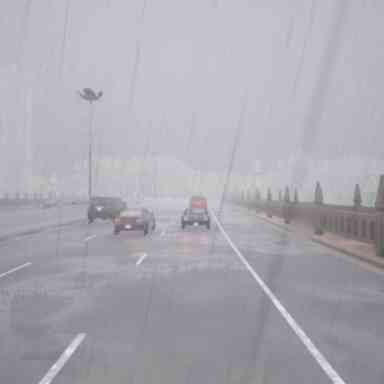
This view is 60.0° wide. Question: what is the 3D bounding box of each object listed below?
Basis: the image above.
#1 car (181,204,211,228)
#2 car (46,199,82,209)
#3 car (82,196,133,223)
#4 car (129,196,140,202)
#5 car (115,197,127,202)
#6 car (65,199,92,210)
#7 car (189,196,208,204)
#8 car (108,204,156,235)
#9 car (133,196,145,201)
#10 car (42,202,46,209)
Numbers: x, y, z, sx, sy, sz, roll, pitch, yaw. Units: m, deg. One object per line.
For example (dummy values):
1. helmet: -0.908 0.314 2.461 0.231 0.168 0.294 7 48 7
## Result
1. car: 0.295 1.732 23.079 1.895 1.301 4.718 0 0 1
2. car: -13.546 1.708 36.060 1.837 1.490 4.892 0 0 2
3. car: -6.615 1.372 26.694 2.150 2.045 5.566 0 0 2
4. car: -15.406 1.847 89.734 1.882 1.535 5.008 0 0 2
5. car: -18.929 2.013 88.972 1.895 1.301 4.718 0 0 2
6. car: -16.642 1.769 49.173 2.128 1.511 4.902 0 0 2
7. car: 0.819 1.456 41.502 2.150 2.045 5.566 0 0 2
8. car: -3.277 1.637 19.571 1.812 1.442 4.674 0 0 1
9. car: -12.272 1.794 77.023 2.097 1.767 4.553 0 0 2
10. car: -20.150 1.779 48.878 1.837 1.490 4.892 0 0 2
